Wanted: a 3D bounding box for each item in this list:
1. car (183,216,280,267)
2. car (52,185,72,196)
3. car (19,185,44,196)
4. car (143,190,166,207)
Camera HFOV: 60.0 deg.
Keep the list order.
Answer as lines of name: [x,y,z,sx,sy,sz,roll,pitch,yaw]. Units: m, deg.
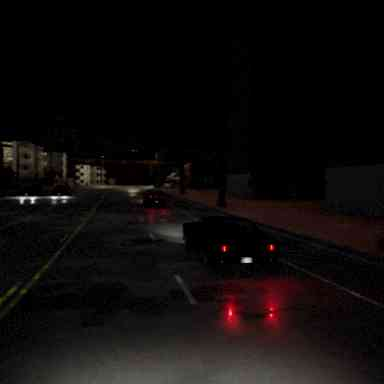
car: [0.967,1.443,10.870,1.895,1.301,4.718,0,1,-12]
car: [-17.211,-0.260,44.250,2.033,1.411,5.357,0,3,-12]
car: [-20.435,-0.239,42.566,2.033,1.411,5.357,1,3,-12]
car: [-3.658,0.542,31.991,2.128,1.511,4.902,0,3,-12]
